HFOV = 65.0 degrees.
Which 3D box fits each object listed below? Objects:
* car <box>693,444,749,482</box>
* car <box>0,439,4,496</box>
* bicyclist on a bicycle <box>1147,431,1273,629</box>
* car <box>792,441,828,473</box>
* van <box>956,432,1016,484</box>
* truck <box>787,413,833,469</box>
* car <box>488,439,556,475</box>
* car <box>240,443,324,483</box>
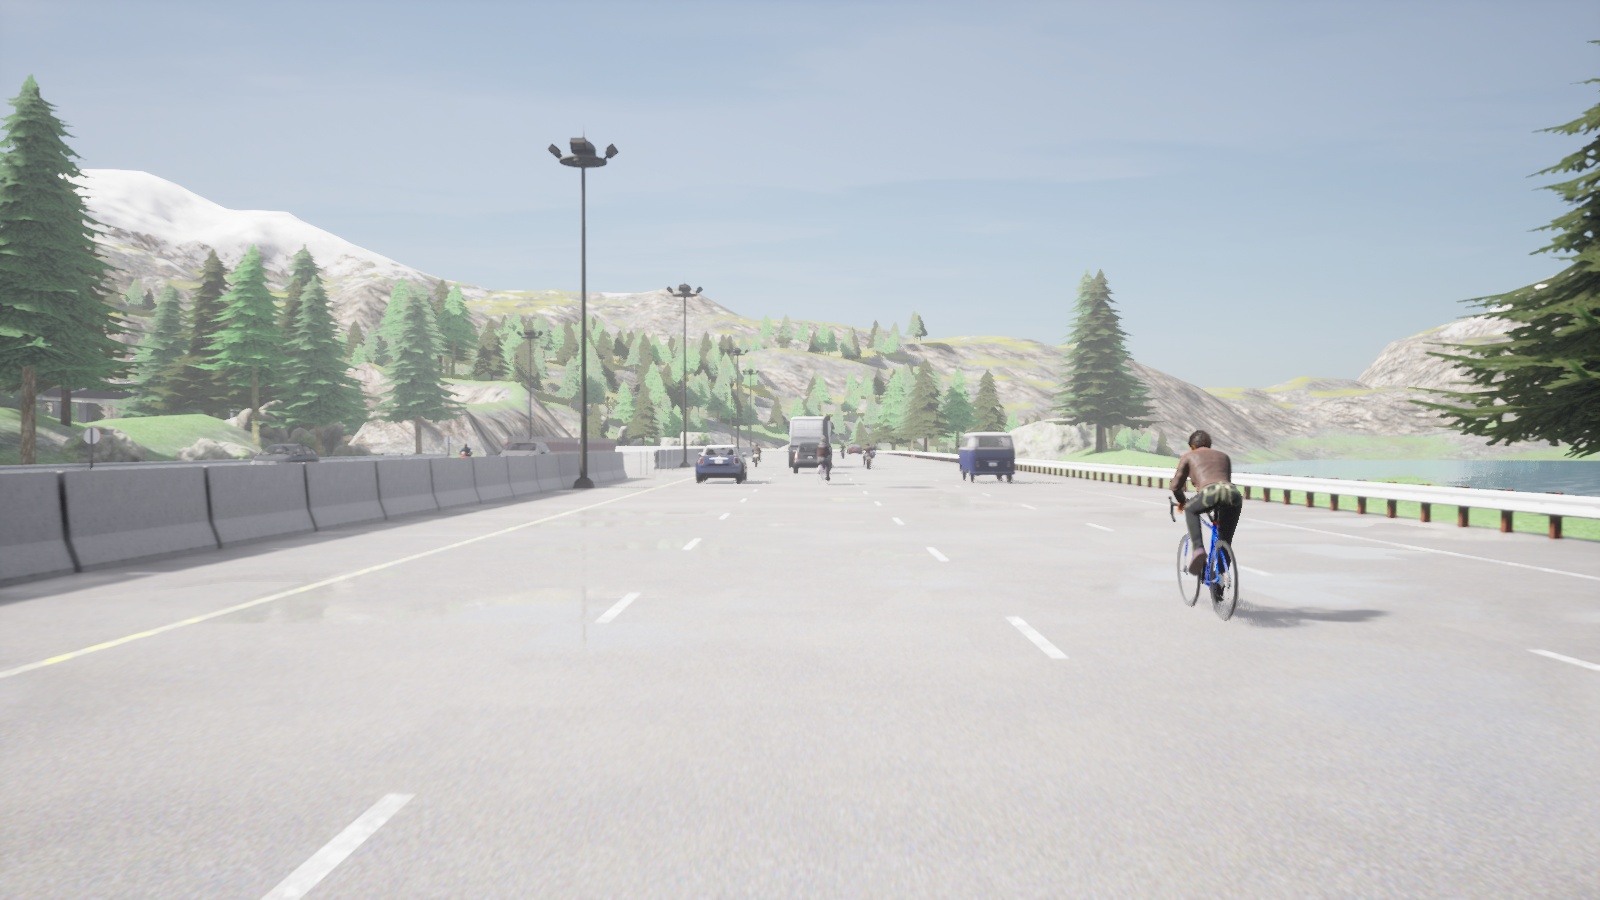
[{"bbox_3d":[-3.115,0.496,50.435,1.970,1.475,3.806,0,0,1],"label":"car"},{"bbox_3d":[-24.259,0.513,34.221,2.033,1.649,4.856,0,0,0],"label":"car"},{"bbox_3d":[3.581,0.655,11.106,0.582,1.620,1.656,0,0,0],"label":"bicyclist on a bicycle"},{"bbox_3d":[0.520,0.367,65.906,1.851,1.617,3.988,0,0,0],"label":"car"},{"bbox_3d":[7.383,0.294,50.140,1.775,1.987,4.442,0,0,1],"label":"van"},{"bbox_3d":[0.666,-0.584,82.699,2.891,3.462,7.936,0,0,1],"label":"truck"},{"bbox_3d":[-13.520,0.320,61.396,2.242,1.667,4.611,0,0,1],"label":"car"},{"bbox_3d":[-20.619,0.499,50.127,1.789,1.549,3.705,0,0,1],"label":"car"}]
